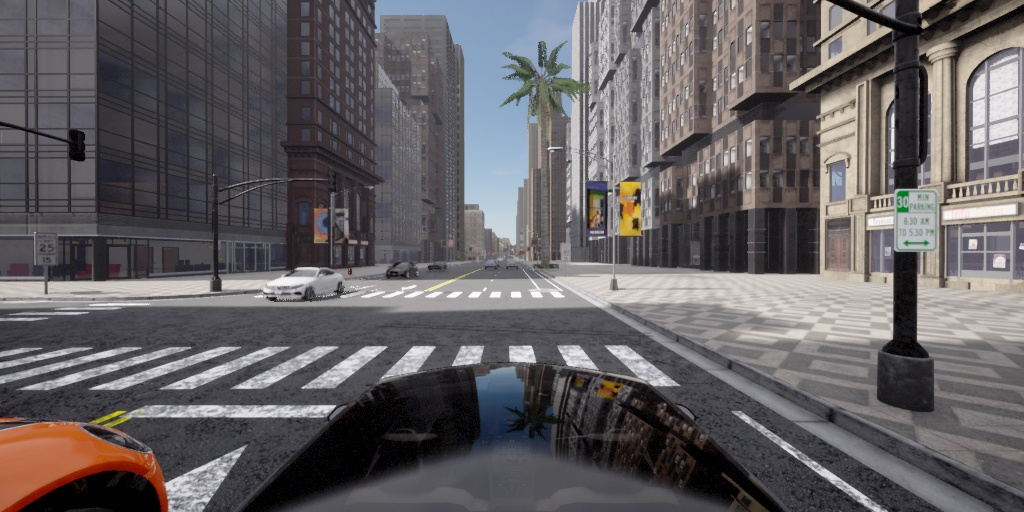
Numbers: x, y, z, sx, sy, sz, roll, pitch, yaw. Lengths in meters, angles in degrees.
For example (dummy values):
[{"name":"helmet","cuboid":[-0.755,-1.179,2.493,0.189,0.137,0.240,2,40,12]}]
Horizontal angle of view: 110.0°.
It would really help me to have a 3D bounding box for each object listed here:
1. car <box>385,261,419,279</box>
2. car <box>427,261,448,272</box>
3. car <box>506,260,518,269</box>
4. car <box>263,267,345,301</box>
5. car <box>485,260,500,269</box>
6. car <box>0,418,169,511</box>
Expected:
[{"name":"car","cuboid":[-9.836,1.262,32.378,1.837,1.490,4.892,0,0,1]},{"name":"car","cuboid":[-9.823,1.374,47.466,1.895,1.301,4.718,0,0,0]},{"name":"car","cuboid":[0.014,1.334,55.747,2.033,1.411,5.357,0,0,0]},{"name":"car","cuboid":[-9.847,1.277,17.431,1.812,1.442,4.674,0,0,0]},{"name":"car","cuboid":[-3.236,1.334,55.749,2.033,1.411,5.357,0,0,0]},{"name":"car","cuboid":[-3.150,1.102,0.269,2.097,1.767,4.553,0,0,0]}]
